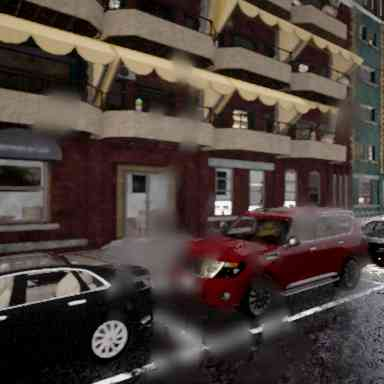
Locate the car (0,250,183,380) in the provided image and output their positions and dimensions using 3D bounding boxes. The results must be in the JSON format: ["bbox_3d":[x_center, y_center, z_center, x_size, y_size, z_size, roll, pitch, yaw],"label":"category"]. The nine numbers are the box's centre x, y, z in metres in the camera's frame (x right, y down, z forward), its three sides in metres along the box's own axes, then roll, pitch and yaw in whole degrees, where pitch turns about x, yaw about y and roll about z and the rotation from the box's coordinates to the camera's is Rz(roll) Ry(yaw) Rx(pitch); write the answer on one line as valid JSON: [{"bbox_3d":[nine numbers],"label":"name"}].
[{"bbox_3d":[-2.548,1.550,4.270,4.403,1.369,2.008,0,1,-36],"label":"car"}]

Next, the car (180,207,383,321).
[{"bbox_3d":[1.970,1.308,7.491,5.009,1.841,2.192,0,1,-36],"label":"car"}]
